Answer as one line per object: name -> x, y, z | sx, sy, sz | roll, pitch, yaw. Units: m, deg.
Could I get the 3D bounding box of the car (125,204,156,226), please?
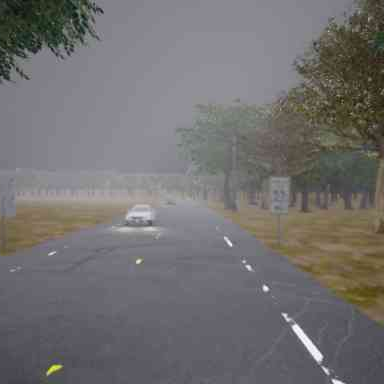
car -> -3.710, 1.664, 24.713 | 1.812, 1.442, 4.674 | 0, 0, 0

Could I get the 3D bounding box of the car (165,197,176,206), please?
car -> -4.250, 1.852, 65.588 | 2.097, 1.767, 4.553 | 0, -1, -1
